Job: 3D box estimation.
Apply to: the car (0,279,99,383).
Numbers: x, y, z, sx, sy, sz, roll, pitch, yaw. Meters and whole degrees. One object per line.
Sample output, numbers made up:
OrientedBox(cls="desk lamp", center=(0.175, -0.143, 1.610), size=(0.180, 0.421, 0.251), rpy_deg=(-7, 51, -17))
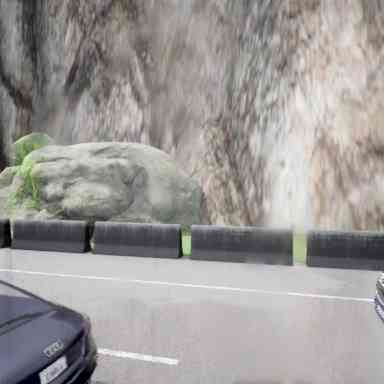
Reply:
OrientedBox(cls="car", center=(-3.155, 1.564, 3.527), size=(4.181, 1.385, 1.994), rpy_deg=(0, 0, 16))

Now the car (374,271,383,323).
OrientedBox(cls="car", center=(5.220, 1.343, 4.730), size=(4.553, 1.767, 2.097), rpy_deg=(0, 0, 16))
